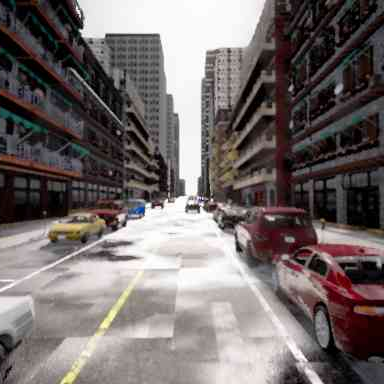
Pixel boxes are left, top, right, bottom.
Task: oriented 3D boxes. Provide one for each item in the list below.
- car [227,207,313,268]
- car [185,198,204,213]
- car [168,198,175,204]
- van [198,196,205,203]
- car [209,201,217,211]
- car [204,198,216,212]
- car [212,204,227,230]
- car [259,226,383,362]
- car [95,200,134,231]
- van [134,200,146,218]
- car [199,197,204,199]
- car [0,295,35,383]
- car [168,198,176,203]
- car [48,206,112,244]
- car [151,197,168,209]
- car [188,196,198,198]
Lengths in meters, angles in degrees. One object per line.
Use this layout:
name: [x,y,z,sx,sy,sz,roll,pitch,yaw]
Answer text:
car: [2.706,1.424,11.598,2.192,1.841,5.009,1,-1,0]
car: [0.093,1.897,44.141,2.128,1.511,4.902,0,-1,0]
car: [-5.657,2.360,89.104,2.008,1.369,4.403,1,-1,0]
van: [2.694,2.200,94.701,1.690,1.788,3.998,1,-1,0]
car: [2.700,1.789,28.387,1.752,1.417,4.829,1,-1,0]
car: [2.697,1.958,44.837,1.887,1.381,4.507,1,-1,0]
car: [2.700,1.761,22.676,2.008,1.369,4.403,1,-1,0]
car: [2.703,1.602,6.056,1.887,1.381,4.507,1,-1,0]
car: [-5.676,1.525,22.625,2.192,1.841,5.009,1,-1,0]
van: [-5.678,1.653,33.705,1.690,1.788,3.998,1,-1,0]
car: [2.701,1.779,50.380,2.192,1.841,5.009,1,-1,0]
car: [-3.099,1.624,2.349,1.895,1.301,4.718,0,-1,0]
car: [-5.658,2.441,94.645,1.802,1.307,4.206,1,-1,0]
car: [-5.679,1.683,16.913,1.752,1.417,4.829,1,-1,0]
car: [-5.681,1.828,55.866,2.192,1.841,5.009,1,-1,0]
car: [0.096,1.748,57.368,2.150,2.045,5.566,0,0,-1]
